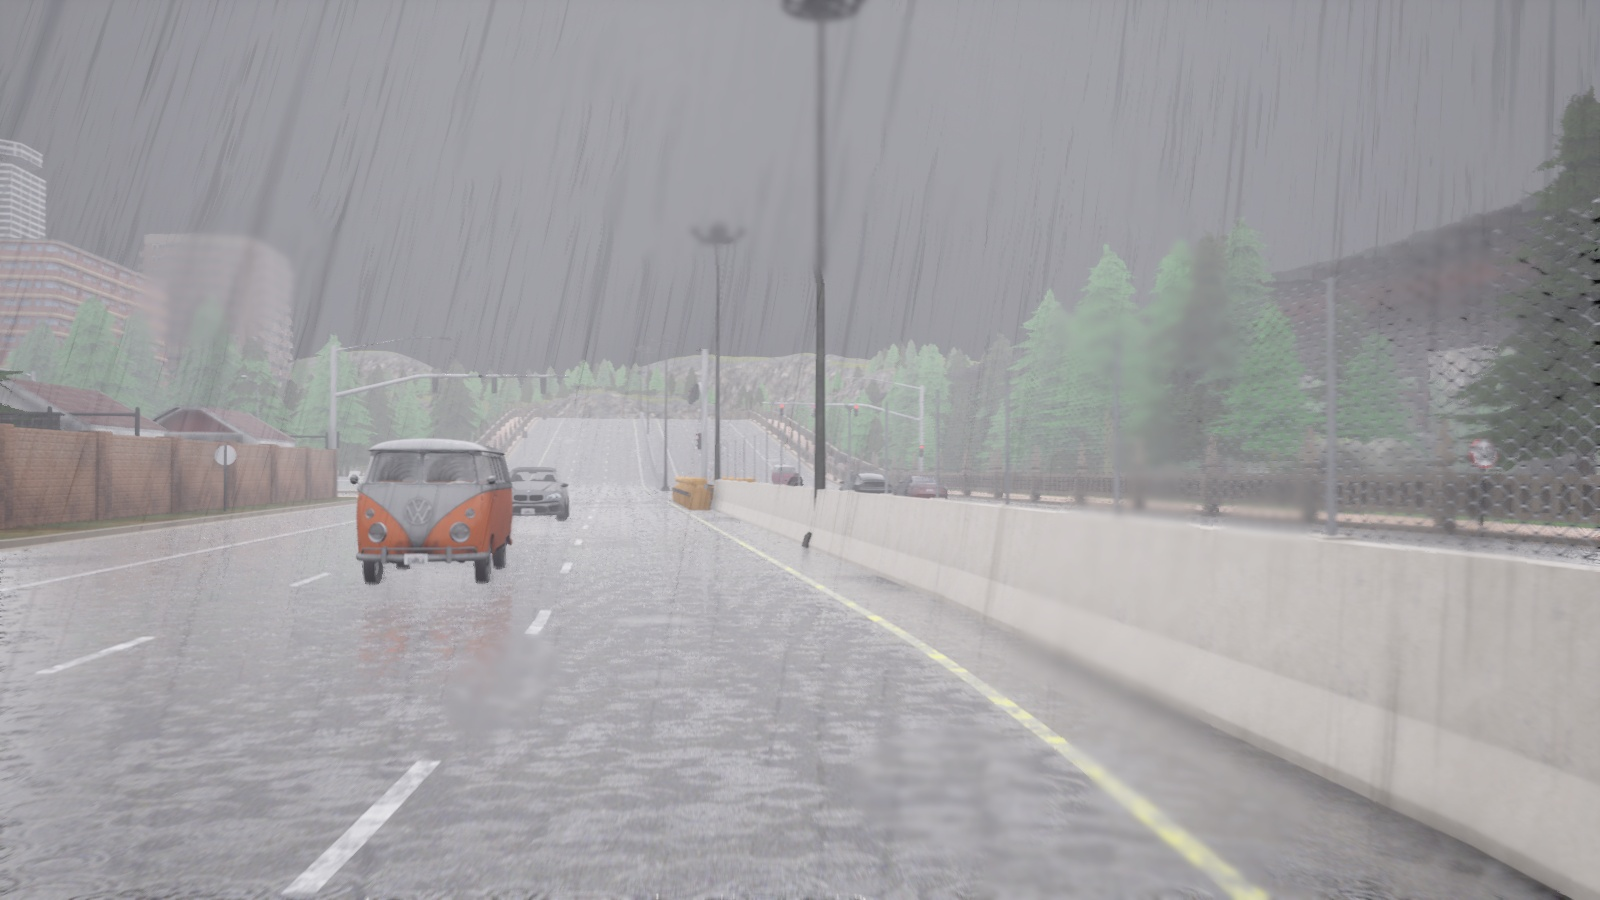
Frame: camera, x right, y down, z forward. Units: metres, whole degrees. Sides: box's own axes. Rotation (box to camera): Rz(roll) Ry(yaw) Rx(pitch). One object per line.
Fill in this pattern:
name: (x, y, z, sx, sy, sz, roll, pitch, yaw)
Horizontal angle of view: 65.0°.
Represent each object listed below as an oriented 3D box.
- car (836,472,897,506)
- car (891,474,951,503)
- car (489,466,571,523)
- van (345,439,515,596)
car: (3.009, 1.774, 57.818, 1.837, 1.490, 4.892, 0, -1, -9)
car: (5.926, 1.888, 61.969, 1.994, 1.385, 4.181, 0, -1, -8)
car: (-8.421, 1.360, 39.598, 2.242, 1.667, 4.611, 0, -1, -9)
van: (-5.231, 0.898, 18.297, 1.775, 1.987, 4.442, 0, -1, -9)
